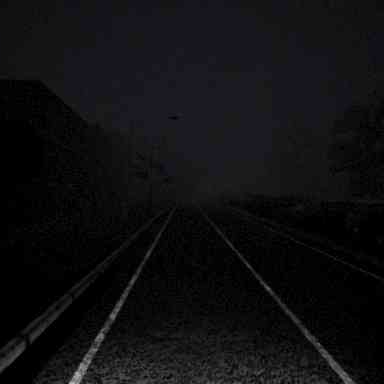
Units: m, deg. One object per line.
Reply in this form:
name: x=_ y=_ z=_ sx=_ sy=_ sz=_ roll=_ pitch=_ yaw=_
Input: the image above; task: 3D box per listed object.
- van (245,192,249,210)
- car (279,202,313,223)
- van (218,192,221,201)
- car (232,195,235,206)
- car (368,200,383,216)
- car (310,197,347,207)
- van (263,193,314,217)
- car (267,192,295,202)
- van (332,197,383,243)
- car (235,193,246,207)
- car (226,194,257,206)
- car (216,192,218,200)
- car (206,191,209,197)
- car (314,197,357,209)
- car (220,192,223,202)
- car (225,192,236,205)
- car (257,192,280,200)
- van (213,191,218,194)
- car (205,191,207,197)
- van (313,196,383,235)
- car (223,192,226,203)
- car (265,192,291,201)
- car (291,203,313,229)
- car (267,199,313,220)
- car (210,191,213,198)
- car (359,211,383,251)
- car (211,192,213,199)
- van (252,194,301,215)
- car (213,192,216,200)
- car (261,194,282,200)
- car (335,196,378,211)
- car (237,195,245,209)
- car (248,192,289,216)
van: x=8.558 y=1.268 z=36.978 sx=4.442 sy=1.987 sz=1.878 roll=1 pitch=0 yaw=-1
car: x=8.776 y=1.624 z=22.962 sx=4.674 sy=1.452 sz=2.002 roll=1 pitch=0 yaw=-1
van: x=7.712 y=1.076 z=62.194 sx=4.442 sy=1.987 sz=1.878 roll=1 pitch=0 yaw=-1
car: x=8.231 y=1.470 z=45.385 sx=4.674 sy=1.452 sz=2.002 roll=1 pitch=0 yaw=-1
car: x=21.754 y=1.668 z=35.033 sx=5.366 sy=1.575 sz=1.946 roll=1 pitch=0 yaw=-1
car: x=21.170 y=1.545 z=51.679 sx=4.892 sy=1.521 sz=2.231 roll=1 pitch=0 yaw=-1
van: x=8.762 y=1.331 z=28.573 sx=4.442 sy=1.987 sz=1.878 roll=1 pitch=0 yaw=-1
car: x=20.527 y=1.103 z=76.892 sx=5.566 sy=2.045 sz=2.435 roll=1 pitch=0 yaw=-1
van: x=8.870 y=1.376 z=14.549 sx=4.442 sy=1.987 sz=1.878 roll=1 pitch=0 yaw=-1
car: x=8.335 y=1.325 z=42.582 sx=4.553 sy=1.767 sz=2.185 roll=1 pitch=0 yaw=-1
car: x=8.001 y=1.241 z=53.790 sx=4.553 sy=1.767 sz=2.185 roll=1 pitch=0 yaw=-1
car: x=7.753 y=1.282 z=65.001 sx=5.008 sy=1.535 sz=2.097 roll=1 pitch=0 yaw=-1
car: x=7.141 y=1.111 z=90.215 sx=4.892 sy=1.521 sz=2.231 roll=1 pitch=0 yaw=-1
car: x=21.046 y=1.559 z=48.899 sx=5.366 sy=1.575 sz=1.946 roll=1 pitch=0 yaw=-1
car: x=7.927 y=1.199 z=59.396 sx=4.553 sy=1.767 sz=2.185 roll=1 pitch=0 yaw=-1
car: x=8.141 y=1.157 z=48.184 sx=5.566 sy=2.045 sz=2.435 roll=1 pitch=0 yaw=-1
car: x=20.259 y=1.031 z=87.906 sx=5.566 sy=2.045 sz=2.435 roll=1 pitch=0 yaw=-1
van: x=7.440 y=0.992 z=73.404 sx=4.442 sy=1.987 sz=1.878 roll=1 pitch=0 yaw=-1
car: x=7.109 y=0.847 z=93.021 sx=5.566 sy=2.045 sz=2.435 roll=1 pitch=0 yaw=-1
van: x=9.034 y=1.374 z=17.356 sx=4.442 sy=1.987 sz=1.878 roll=1 pitch=0 yaw=-1
car: x=8.073 y=1.136 z=50.987 sx=5.566 sy=2.045 sz=2.435 roll=1 pitch=0 yaw=-1
car: x=20.461 y=1.083 z=79.553 sx=5.566 sy=2.045 sz=2.435 roll=1 pitch=0 yaw=-1
car: x=8.876 y=1.625 z=20.156 sx=4.792 sy=1.488 sz=2.163 roll=1 pitch=0 yaw=-1
car: x=8.717 y=1.571 z=25.765 sx=4.892 sy=1.521 sz=2.231 roll=1 pitch=0 yaw=-1
car: x=7.603 y=1.177 z=79.017 sx=5.366 sy=1.575 sz=1.946 roll=1 pitch=0 yaw=-1
car: x=9.046 y=1.603 z=11.746 sx=5.008 sy=1.535 sz=2.097 roll=1 pitch=0 yaw=-1
car: x=7.515 y=1.228 z=76.211 sx=4.792 sy=1.488 sz=2.163 roll=1 pitch=0 yaw=-1
van: x=8.626 y=1.289 z=34.176 sx=4.442 sy=1.987 sz=1.878 roll=1 pitch=0 yaw=-1
car: x=7.593 y=1.270 z=70.605 sx=4.792 sy=1.488 sz=2.163 roll=1 pitch=0 yaw=-1
car: x=20.347 y=1.298 z=85.122 sx=5.008 sy=1.535 sz=2.097 roll=1 pitch=0 yaw=-1
car: x=21.399 y=1.481 z=43.355 sx=4.553 sy=1.767 sz=2.185 roll=1 pitch=0 yaw=-1
car: x=8.364 y=1.473 z=39.780 sx=4.892 sy=1.521 sz=2.231 roll=1 pitch=0 yaw=-1
car: x=8.549 y=1.283 z=31.369 sx=5.566 sy=2.045 sz=2.435 roll=1 pitch=0 yaw=-1
